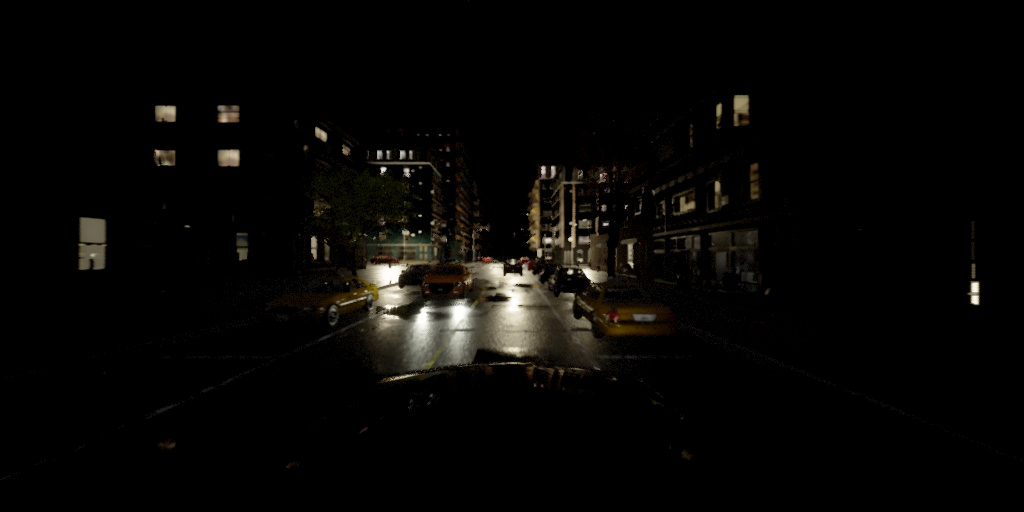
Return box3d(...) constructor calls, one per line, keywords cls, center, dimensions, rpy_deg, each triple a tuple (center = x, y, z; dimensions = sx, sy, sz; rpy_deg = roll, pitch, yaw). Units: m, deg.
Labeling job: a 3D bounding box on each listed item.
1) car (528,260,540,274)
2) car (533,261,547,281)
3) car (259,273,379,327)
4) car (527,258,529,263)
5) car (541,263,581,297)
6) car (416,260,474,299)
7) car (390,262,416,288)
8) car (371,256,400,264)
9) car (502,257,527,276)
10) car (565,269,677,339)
box3d(cls="car", center=(2.811, 1.191, 34.545), dimensions=(1.802, 1.307, 4.207), rpy_deg=(0, 0, 0))
box3d(cls="car", center=(2.813, 1.212, 25.543), dimensions=(1.948, 1.339, 4.313), rpy_deg=(0, 0, 0))
box3d(cls="car", center=(-5.762, 1.232, 11.388), dimensions=(1.751, 1.417, 4.829), rpy_deg=(0, 0, 0))
box3d(cls="car", center=(2.807, 1.117, 43.546), dimensions=(1.888, 1.381, 4.507), rpy_deg=(0, 0, 0))
box3d(cls="car", center=(2.786, 1.229, 17.999), dimensions=(2.007, 1.370, 4.403), rpy_deg=(0, 0, 0))
box3d(cls="car", center=(-3.019, 1.158, 17.700), dimensions=(1.882, 1.535, 5.008), rpy_deg=(0, 0, 0))
box3d(cls="car", center=(-5.819, 1.209, 22.623), dimensions=(2.007, 1.370, 4.403), rpy_deg=(0, 0, 0))
box3d(cls="car", center=(-20.027, 0.681, 56.855), dimensions=(4.507, 1.381, 1.888), rpy_deg=(0, 0, -1))
box3d(cls="car", center=(0.090, 1.101, 34.459), dimensions=(2.128, 1.511, 4.902), rpy_deg=(0, 0, 0))
box3d(cls="car", center=(2.749, 1.240, 9.778), dimensions=(1.751, 1.417, 4.829), rpy_deg=(0, 0, 0))
